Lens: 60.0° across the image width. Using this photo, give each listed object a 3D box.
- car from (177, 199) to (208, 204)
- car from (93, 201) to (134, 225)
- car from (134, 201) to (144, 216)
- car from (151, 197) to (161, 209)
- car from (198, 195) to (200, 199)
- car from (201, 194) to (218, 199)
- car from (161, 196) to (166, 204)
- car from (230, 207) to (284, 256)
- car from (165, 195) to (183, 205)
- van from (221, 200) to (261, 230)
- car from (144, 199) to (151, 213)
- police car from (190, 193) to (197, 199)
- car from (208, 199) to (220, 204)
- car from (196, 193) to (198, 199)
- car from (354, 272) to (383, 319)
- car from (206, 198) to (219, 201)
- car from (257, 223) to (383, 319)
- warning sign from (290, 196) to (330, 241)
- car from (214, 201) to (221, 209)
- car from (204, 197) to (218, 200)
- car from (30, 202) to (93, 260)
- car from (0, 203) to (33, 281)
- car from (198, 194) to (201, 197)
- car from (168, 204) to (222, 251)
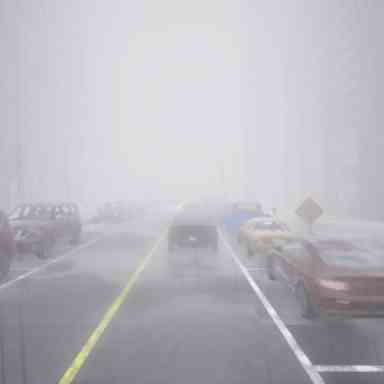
[{"bbox_3d":[0.045,1.583,28.130,1.994,1.385,4.181,0,0,0],"label":"car"},{"bbox_3d":[-5.763,1.455,23.992,1.967,1.590,4.097,0,0,0],"label":"car"},{"bbox_3d":[-5.764,1.602,29.627,1.802,1.307,4.206,0,0,0],"label":"car"},{"bbox_3d":[-5.766,1.623,46.537,1.802,1.307,4.206,0,0,0],"label":"car"},{"bbox_3d":[2.756,1.614,63.454,2.008,1.369,4.403,0,0,0],"label":"car"},{"bbox_3d":[2.760,1.355,46.544,2.192,1.841,5.009,0,0,0],"label":"car"},{"bbox_3d":[-5.769,1.629,63.446,1.947,1.339,4.313,0,0,0],"label":"car"},{"bbox_3d":[2.764,1.531,12.894,1.752,1.417,4.829,0,0,0],"label":"car"},{"bbox_3d":[-3.060,1.656,58.125,1.895,1.301,4.718,0,0,1],"label":"car"},{"bbox_3d":[2.764,1.351,18.361,1.690,1.788,3.998,0,0,0],"label":"van"},{"bbox_3d":[-5.765,1.608,35.264,1.802,1.307,4.206,0,0,0],"label":"car"},{"bbox_3d":[0.887,1.540,94.454,1.930,1.638,5.238,0,0,0],"label":"police car"},{"bbox_3d":[2.761,1.571,29.634,2.008,1.369,4.403,0,0,0],"label":"car"},{"bbox_3d":[2.754,1.540,86.000,1.967,1.590,4.097,0,0,0],"label":"car"},{"bbox_3d":[2.765,1.566,1.451,1.947,1.339,4.313,0,0,0],"label":"car"},{"bbox_3d":[2.760,1.592,35.271,1.947,1.339,4.313,0,0,0],"label":"car"},{"bbox_3d":[2.764,1.585,7.087,1.802,1.307,4.206,0,0,0],"label":"car"},{"bbox_3d":[5.061,1.122,14.349,1.300,1.860,1.060,0,0,0],"label":"warning sign"},{"bbox_3d":[2.762,1.596,23.997,1.802,1.307,4.206,0,0,0],"label":"car"},{"bbox_3d":[2.759,1.599,40.907,1.947,1.339,4.313,0,0,0],"label":"car"},{"bbox_3d":[-5.760,1.321,12.720,2.192,1.841,5.009,0,0,0],"label":"car"},{"bbox_3d":[-5.759,1.318,7.084,2.192,1.841,5.009,0,0,0],"label":"car"},{"bbox_3d":[2.756,1.597,69.260,1.752,1.417,4.829,0,0,0],"label":"car"},{"bbox_3d":[0.052,1.484,14.117,1.882,1.535,5.008,0,0,0],"label":"car"}]
